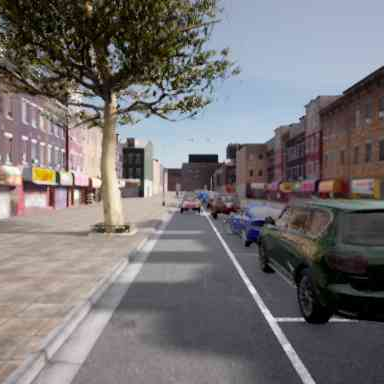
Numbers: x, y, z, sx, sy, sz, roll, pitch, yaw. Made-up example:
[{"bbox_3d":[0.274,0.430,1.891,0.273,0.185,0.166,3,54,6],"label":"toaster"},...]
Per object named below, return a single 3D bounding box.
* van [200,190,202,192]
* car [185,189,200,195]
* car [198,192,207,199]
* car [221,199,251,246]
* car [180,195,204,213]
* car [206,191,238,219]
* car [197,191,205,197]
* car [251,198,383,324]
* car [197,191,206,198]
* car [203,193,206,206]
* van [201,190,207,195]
[{"bbox_3d":[2.228,0.547,63.940,1.690,1.788,3.998,1,1,0],"label":"van"},{"bbox_3d":[-0.252,0.769,46.481,2.097,1.767,4.553,0,1,0],"label":"car"},{"bbox_3d":[2.188,0.665,69.654,1.752,1.417,4.829,1,1,0],"label":"car"},{"bbox_3d":[2.787,1.296,14.343,1.882,1.535,5.008,0,1,-6],"label":"car"},{"bbox_3d":[-0.143,1.213,30.941,1.895,1.301,4.718,0,1,0],"label":"car"},{"bbox_3d":[2.485,0.999,25.159,2.192,1.841,5.009,1,1,0],"label":"car"},{"bbox_3d":[2.116,0.562,80.564,1.887,1.381,4.507,1,1,0],"label":"car"},{"bbox_3d":[2.935,1.137,7.091,2.150,2.045,5.566,0,1,0],"label":"car"},{"bbox_3d":[2.154,0.519,75.022,1.967,1.590,4.097,1,1,0],"label":"car"},{"bbox_3d":[2.409,1.089,36.243,1.887,1.381,4.507,1,1,0],"label":"car"},{"bbox_3d":[2.375,0.816,41.781,1.690,1.788,3.998,1,1,0],"label":"van"}]
